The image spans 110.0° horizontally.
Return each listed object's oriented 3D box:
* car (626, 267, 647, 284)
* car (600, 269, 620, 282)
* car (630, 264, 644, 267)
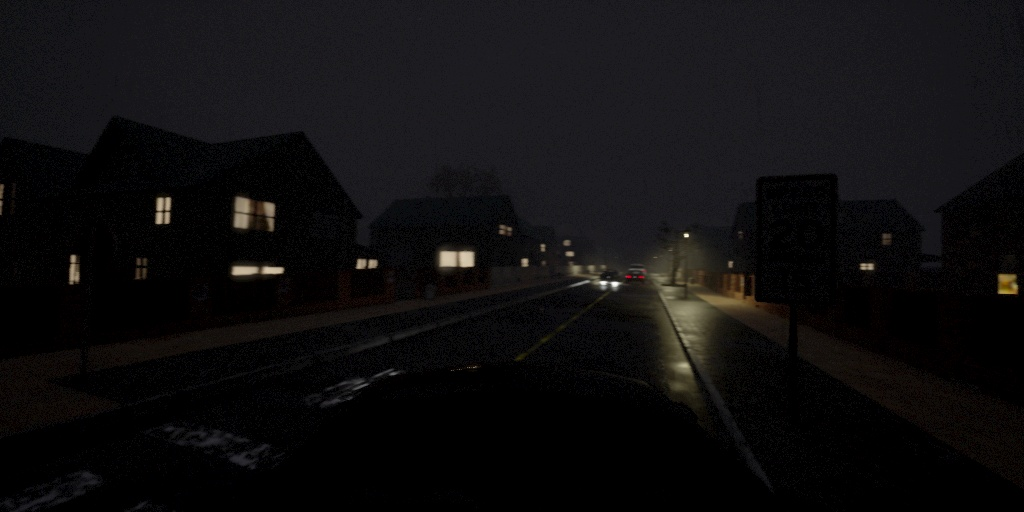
[{"bbox_3d":[13.023,2.178,37.772,2.033,1.411,5.357,1,-1,21],"label":"car"},{"bbox_3d":[11.304,2.199,41.231,1.994,1.385,4.181,1,-1,20],"label":"car"},{"bbox_3d":[16.675,2.094,47.676,2.150,2.045,5.566,1,-1,21],"label":"car"}]
